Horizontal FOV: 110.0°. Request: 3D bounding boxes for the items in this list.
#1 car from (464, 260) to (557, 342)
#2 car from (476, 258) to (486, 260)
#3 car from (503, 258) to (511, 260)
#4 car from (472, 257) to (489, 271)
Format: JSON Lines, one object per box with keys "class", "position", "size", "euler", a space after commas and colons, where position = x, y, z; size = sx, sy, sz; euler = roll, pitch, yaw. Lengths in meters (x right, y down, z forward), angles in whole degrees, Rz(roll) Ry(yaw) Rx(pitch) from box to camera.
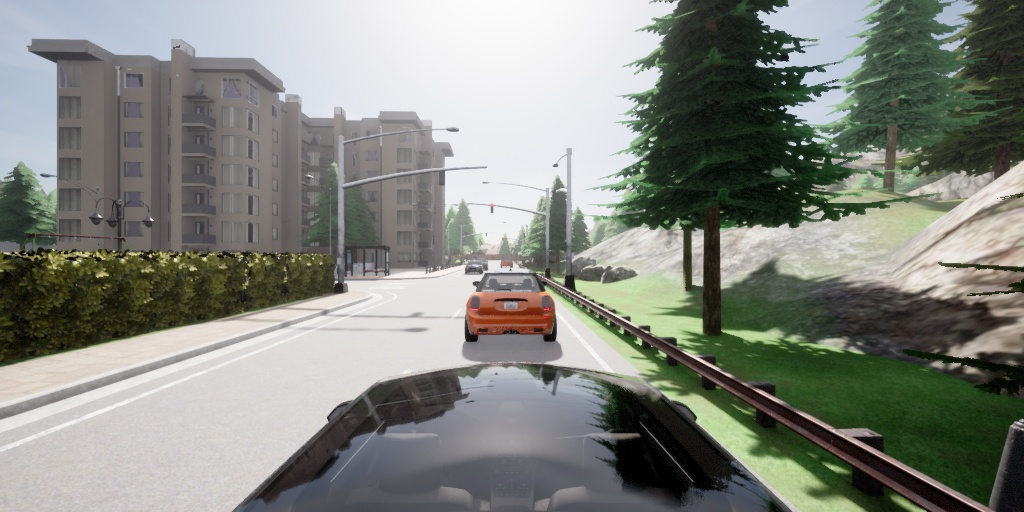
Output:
{"class": "car", "position": [-0.049, 1.102, 9.948], "size": [2.097, 1.767, 4.553], "euler": [0, 0, -1]}
{"class": "car", "position": [-4.250, 1.255, 40.735], "size": [1.837, 1.490, 4.892], "euler": [0, 0, -1]}
{"class": "car", "position": [-0.904, 1.102, 61.205], "size": [2.097, 1.767, 4.553], "euler": [0, 0, -1]}
{"class": "car", "position": [-4.430, 1.102, 50.647], "size": [2.097, 1.767, 4.553], "euler": [0, 0, -2]}
